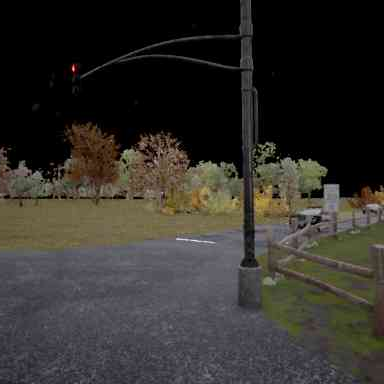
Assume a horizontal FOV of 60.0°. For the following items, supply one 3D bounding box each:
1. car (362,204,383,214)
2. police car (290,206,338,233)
[{"bbox_3d":[26.087,2.435,47.887,2.033,1.411,5.357,-1,-2,40],"label":"car"},{"bbox_3d":[8.535,1.797,22.899,1.930,1.638,5.238,-1,-2,40],"label":"police car"}]
